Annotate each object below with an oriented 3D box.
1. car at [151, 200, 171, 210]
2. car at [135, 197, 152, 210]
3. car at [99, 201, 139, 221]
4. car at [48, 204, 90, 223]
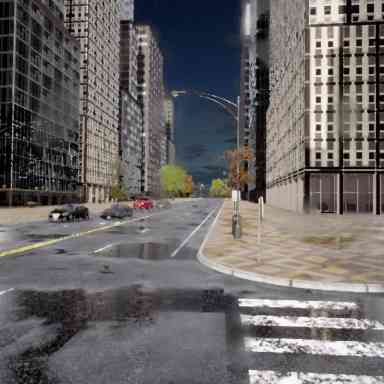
[{"bbox_3d":[-4.546,2.076,53.665,2.128,1.511,4.902,0,-1,6],"label":"car"},{"bbox_3d":[-7.790,1.775,53.877,2.150,2.045,5.566,0,-1,6],"label":"car"},{"bbox_3d":[-7.002,1.894,31.720,2.033,1.411,5.357,0,-1,6],"label":"car"},{"bbox_3d":[-10.575,1.776,28.873,2.128,1.511,4.902,0,-1,6],"label":"car"}]
